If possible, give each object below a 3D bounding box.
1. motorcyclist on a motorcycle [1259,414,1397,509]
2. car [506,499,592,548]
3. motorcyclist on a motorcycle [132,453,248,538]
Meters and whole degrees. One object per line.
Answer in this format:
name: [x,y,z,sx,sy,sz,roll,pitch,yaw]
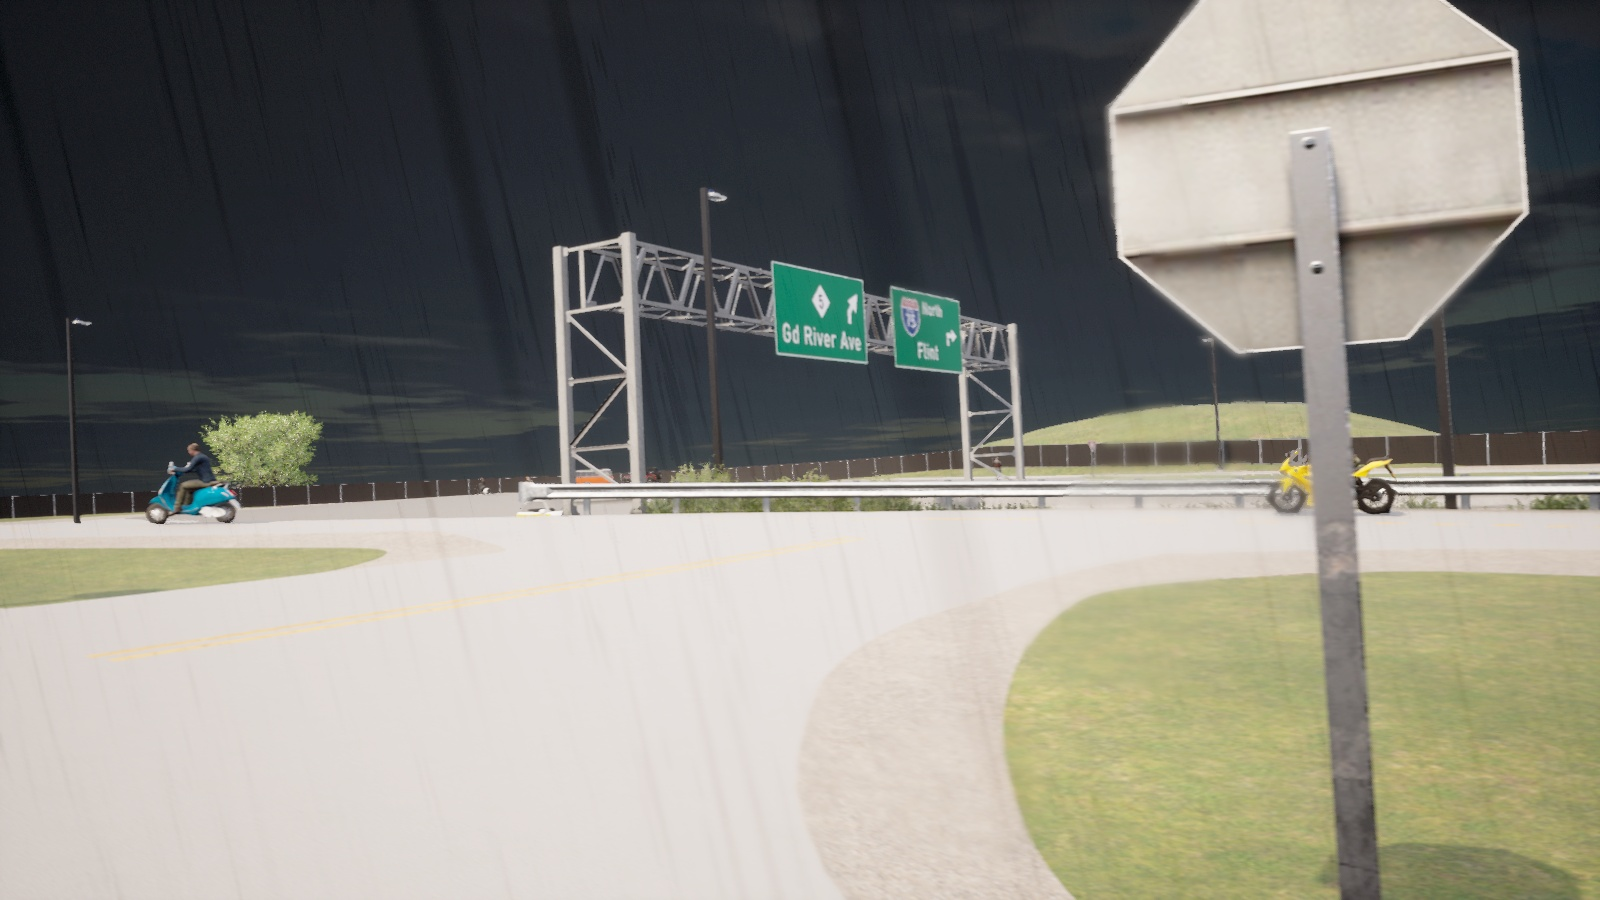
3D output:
motorcyclist on a motorcycle: [8.944,0.197,21.297,2.044,1.523,0.797,-2,0,28]
car: [-7.930,2.323,39.652,2.207,1.376,1.481,-4,-1,33]
motorcyclist on a motorcycle: [-11.966,0.890,24.687,1.817,1.590,0.866,-2,-1,-1]
